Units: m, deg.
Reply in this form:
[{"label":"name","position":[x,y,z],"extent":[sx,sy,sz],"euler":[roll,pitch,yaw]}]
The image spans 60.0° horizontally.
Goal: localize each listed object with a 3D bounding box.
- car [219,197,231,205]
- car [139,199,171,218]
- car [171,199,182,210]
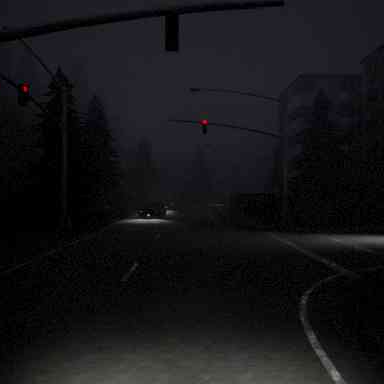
[{"label":"car","position":[7.241,1.548,60.462],"extent":[5.357,1.411,2.033],"euler":[0,0,-43]},{"label":"car","position":[-3.468,1.547,30.306],"extent":[2.033,1.411,5.357],"euler":[0,0,3]},{"label":"car","position":[-2.650,1.601,42.439],"extent":[1.895,1.301,4.718],"euler":[0,0,11]}]
